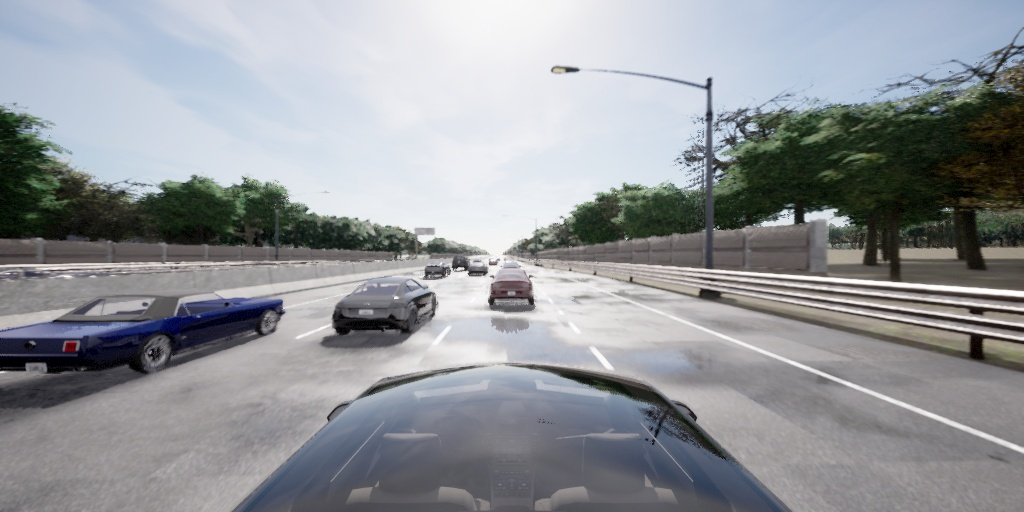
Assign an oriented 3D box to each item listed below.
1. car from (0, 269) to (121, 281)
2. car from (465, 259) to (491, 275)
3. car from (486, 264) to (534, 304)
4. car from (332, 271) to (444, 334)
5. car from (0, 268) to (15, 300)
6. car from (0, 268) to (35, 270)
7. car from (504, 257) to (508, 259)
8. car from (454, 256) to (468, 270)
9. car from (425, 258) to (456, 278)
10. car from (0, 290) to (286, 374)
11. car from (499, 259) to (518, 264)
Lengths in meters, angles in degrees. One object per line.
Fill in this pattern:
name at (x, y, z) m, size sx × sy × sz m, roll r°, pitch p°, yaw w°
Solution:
car at (-17.520, 1.327, 14.560) m, size 1.994 × 1.385 × 4.181 m, roll 0°, pitch 0°, yaw 0°
car at (-3.656, 1.331, 39.425) m, size 1.994 × 1.385 × 4.181 m, roll 0°, pitch 0°, yaw 0°
car at (-0.026, 1.279, 16.210) m, size 1.812 × 1.442 × 4.674 m, roll 0°, pitch 0°, yaw 0°
car at (-3.511, 1.318, 10.637) m, size 1.994 × 1.385 × 4.181 m, roll 0°, pitch 0°, yaw 0°
car at (-24.521, 1.283, 14.579) m, size 1.837 × 1.490 × 4.892 m, roll 0°, pitch 0°, yaw 0°
car at (-21.021, 1.255, 14.593) m, size 2.128 × 1.511 × 4.902 m, roll 0°, pitch 0°, yaw 0°
car at (-0.315, 1.345, 56.164) m, size 2.033 × 1.411 × 5.357 m, roll 0°, pitch 0°, yaw -1°
car at (-7.267, 1.010, 51.523) m, size 2.150 × 2.045 × 5.566 m, roll 0°, pitch 0°, yaw -1°
car at (-7.120, 1.254, 34.674) m, size 2.128 × 1.511 × 4.902 m, roll 0°, pitch 0°, yaw 0°
car at (-7.005, 1.355, 7.503) m, size 1.895 × 1.301 × 4.718 m, roll 0°, pitch 0°, yaw 0°
car at (-0.110, 1.285, 33.004) m, size 1.812 × 1.442 × 4.674 m, roll 0°, pitch 0°, yaw 0°
